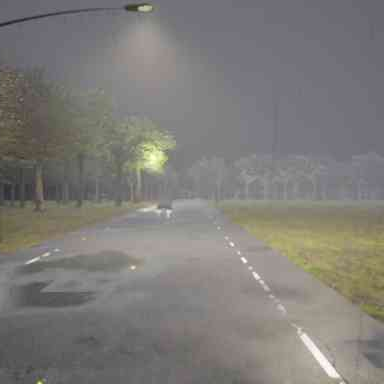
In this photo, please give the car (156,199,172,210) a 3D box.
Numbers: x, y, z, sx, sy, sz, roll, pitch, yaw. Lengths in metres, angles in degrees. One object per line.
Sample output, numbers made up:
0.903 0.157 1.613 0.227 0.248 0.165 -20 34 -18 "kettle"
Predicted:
-3.573 1.634 44.151 2.033 1.411 5.357 0 0 0 "car"
